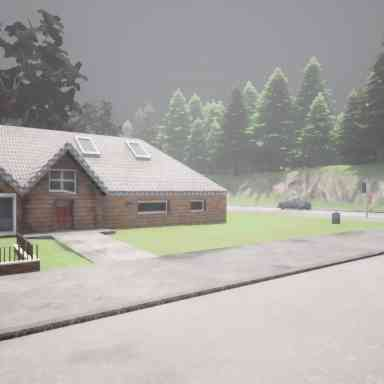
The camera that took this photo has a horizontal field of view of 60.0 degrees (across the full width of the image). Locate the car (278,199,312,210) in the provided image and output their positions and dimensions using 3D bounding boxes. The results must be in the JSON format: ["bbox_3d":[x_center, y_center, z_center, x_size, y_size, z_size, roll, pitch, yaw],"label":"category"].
[{"bbox_3d":[12.938,1.564,42.081,1.994,1.385,4.181,0,0,-35],"label":"car"}]
